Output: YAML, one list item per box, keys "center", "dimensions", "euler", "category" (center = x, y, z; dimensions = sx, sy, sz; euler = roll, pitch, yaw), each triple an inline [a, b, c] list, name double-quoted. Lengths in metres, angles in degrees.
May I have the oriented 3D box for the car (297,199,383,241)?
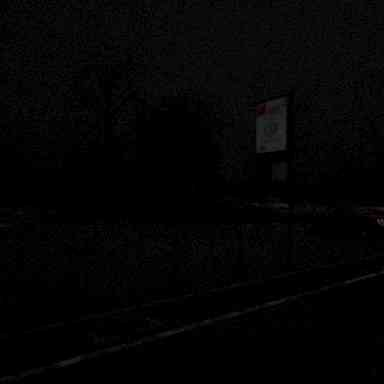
- center: [8.098, 1.397, 16.977]
  dimensions: [2.185, 1.767, 4.553]
  euler: [2, -1, -36]
  category: "car"

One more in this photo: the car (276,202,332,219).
- center: [11.601, 1.875, 34.848]
  dimensions: [1.946, 1.575, 5.366]
  euler: [2, -1, -36]
  category: "car"

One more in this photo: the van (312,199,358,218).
- center: [16.209, 1.844, 37.792]
  dimensions: [1.878, 1.987, 4.442]
  euler: [3, -1, -36]
  category: "van"

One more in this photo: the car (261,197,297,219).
- center: [7.094, 1.453, 31.340]
  dimensions: [2.435, 2.045, 5.566]
  euler: [2, -1, -36]
  category: "car"

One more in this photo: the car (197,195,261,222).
- center: [2.677, 1.321, 28.129]
  dimensions: [2.435, 2.045, 5.566]
  euler: [2, -1, -36]
  category: "car"

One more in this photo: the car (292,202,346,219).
- center: [13.760, 1.965, 36.401]
  dimensions: [1.946, 1.575, 5.366]
  euler: [3, -1, -36]
  category: "car"

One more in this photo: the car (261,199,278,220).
- center: [4.817, 1.636, 29.712]
  dimensions: [2.231, 1.521, 4.892]
  euler: [2, -1, -36]
  category: "car"
